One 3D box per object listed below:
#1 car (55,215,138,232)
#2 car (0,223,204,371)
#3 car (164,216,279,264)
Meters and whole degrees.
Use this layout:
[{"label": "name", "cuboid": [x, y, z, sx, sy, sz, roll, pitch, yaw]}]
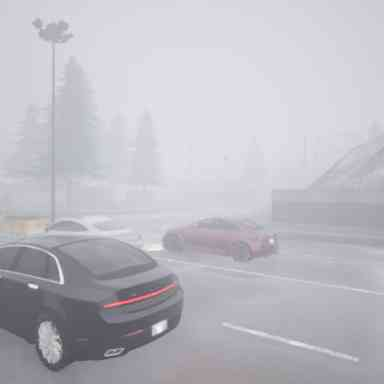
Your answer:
[{"label": "car", "cuboid": [-3.625, 1.494, 10.878, 4.674, 1.442, 1.812, 0, 0, 35]}, {"label": "car", "cuboid": [-2.386, 1.487, 5.695, 4.892, 1.490, 1.837, 0, 0, 35]}, {"label": "car", "cuboid": [0.934, 1.543, 11.924, 4.181, 1.385, 1.994, 0, 0, 35]}]
